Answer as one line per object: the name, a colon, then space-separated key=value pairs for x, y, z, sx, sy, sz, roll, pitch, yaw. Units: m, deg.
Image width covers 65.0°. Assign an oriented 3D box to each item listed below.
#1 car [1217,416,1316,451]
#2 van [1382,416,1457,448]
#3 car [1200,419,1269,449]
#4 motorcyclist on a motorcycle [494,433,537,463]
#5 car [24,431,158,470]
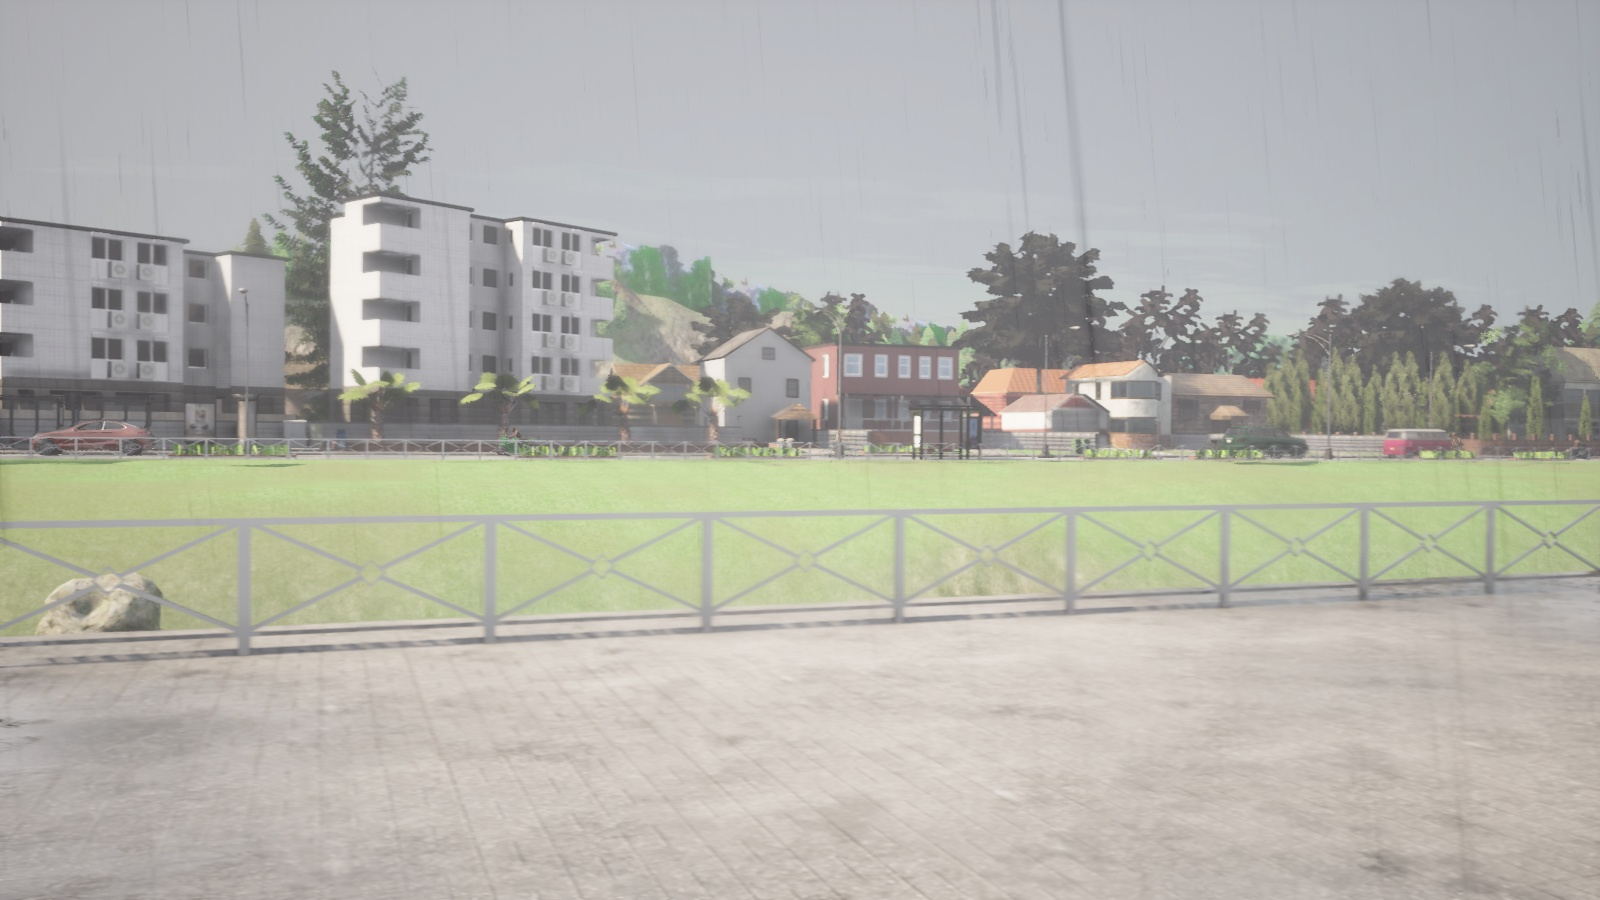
car: x=28.334 y=-1.030 z=76.250 sx=5.566 sy=2.045 sz=2.150 roll=-1 pitch=1 yaw=-21
van: x=39.769 y=-1.191 z=80.589 sx=4.442 sy=1.987 sz=1.775 roll=-1 pitch=1 yaw=-21
car: x=27.783 y=-1.013 z=80.321 sx=3.866 sy=1.878 sz=1.905 roll=-1 pitch=1 yaw=-21
motorcyclist on a motorcycle: x=-14.554 y=-0.108 z=64.260 sx=2.044 sy=1.523 sz=0.797 roll=-1 pitch=1 yaw=-21
car: x=-32.362 y=-0.009 z=57.501 sx=5.027 sy=1.651 sz=2.152 roll=-1 pitch=1 yaw=-21
